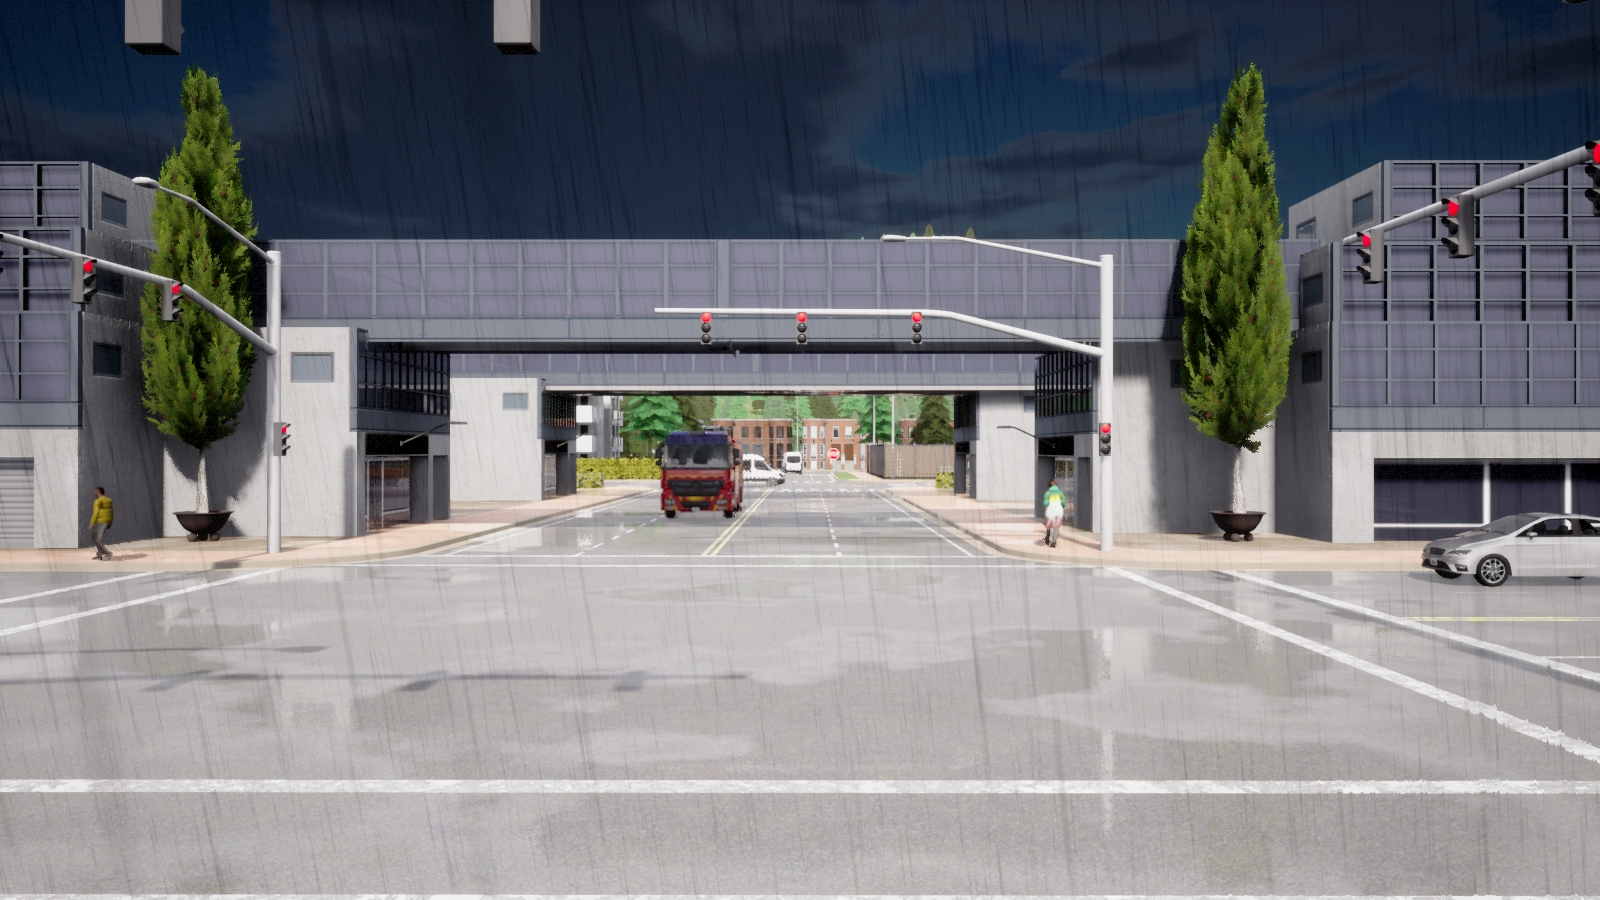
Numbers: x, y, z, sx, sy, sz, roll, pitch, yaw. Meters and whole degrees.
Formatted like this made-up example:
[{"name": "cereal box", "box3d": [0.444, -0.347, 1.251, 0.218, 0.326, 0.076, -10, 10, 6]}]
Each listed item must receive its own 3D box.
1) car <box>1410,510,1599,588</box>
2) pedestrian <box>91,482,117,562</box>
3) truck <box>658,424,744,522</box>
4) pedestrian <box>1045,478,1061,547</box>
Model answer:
[{"name": "car", "box3d": [15.490, 2.066, 24.189, 4.193, 1.474, 1.816, 0, 0, 0]}, {"name": "pedestrian", "box3d": [-16.457, 1.696, 27.013, 0.375, 1.860, 0.375, 0, 0, 7]}, {"name": "truck", "box3d": [-4.070, 0.890, 48.758, 2.891, 3.827, 8.468, 0, 0, 0]}, {"name": "pedestrian", "box3d": [6.915, 1.698, 31.250, 0.375, 1.860, 0.375, 0, 0, 2]}]
